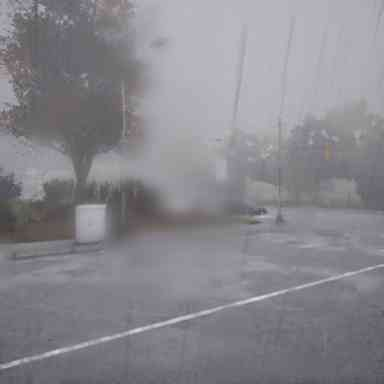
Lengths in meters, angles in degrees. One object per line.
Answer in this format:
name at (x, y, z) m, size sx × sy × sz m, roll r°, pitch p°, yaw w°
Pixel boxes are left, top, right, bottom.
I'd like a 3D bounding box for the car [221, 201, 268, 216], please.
car at (5.119, 1.565, 33.430) m, size 2.033 × 1.411 × 5.357 m, roll 0°, pitch 0°, yaw -34°
